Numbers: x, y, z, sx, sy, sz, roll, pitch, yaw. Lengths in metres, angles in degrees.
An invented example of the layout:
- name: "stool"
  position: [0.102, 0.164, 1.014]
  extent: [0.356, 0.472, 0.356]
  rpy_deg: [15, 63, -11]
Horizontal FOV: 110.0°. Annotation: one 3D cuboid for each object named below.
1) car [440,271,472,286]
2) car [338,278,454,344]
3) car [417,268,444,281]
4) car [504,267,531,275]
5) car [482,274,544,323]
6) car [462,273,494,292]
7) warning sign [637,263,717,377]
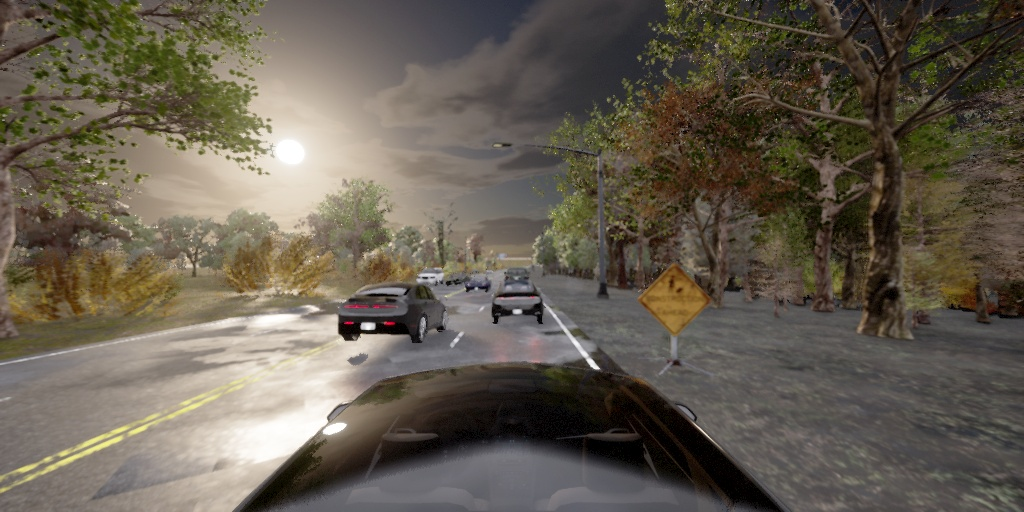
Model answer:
- name: "car"
  position: [-6.151, 2.615, 39.902]
  extent: [1.895, 1.301, 4.718]
  rpy_deg: [-7, 1, 2]
- name: "car"
  position: [-3.062, 1.516, 10.088]
  extent: [1.837, 1.490, 4.892]
  rpy_deg: [0, -6, 0]
- name: "car"
  position: [-9.343, 2.406, 41.504]
  extent: [2.150, 2.045, 5.566]
  rpy_deg: [-1, -2, 1]
- name: "car"
  position: [0.455, 1.952, 31.614]
  extent: [2.150, 2.045, 5.566]
  rpy_deg: [0, 0, 1]
- name: "car"
  position: [0.205, 1.702, 14.447]
  extent: [2.128, 1.511, 4.902]
  rpy_deg: [-2, -1, 1]
- name: "car"
  position: [-2.810, 2.389, 30.989]
  extent: [1.895, 1.301, 4.718]
  rpy_deg: [-1, -2, 1]
- name: "warning sign"
  position: [2.874, 1.054, 6.363]
  extent: [1.300, 1.860, 1.060]
  rpy_deg: [0, 0, 1]
